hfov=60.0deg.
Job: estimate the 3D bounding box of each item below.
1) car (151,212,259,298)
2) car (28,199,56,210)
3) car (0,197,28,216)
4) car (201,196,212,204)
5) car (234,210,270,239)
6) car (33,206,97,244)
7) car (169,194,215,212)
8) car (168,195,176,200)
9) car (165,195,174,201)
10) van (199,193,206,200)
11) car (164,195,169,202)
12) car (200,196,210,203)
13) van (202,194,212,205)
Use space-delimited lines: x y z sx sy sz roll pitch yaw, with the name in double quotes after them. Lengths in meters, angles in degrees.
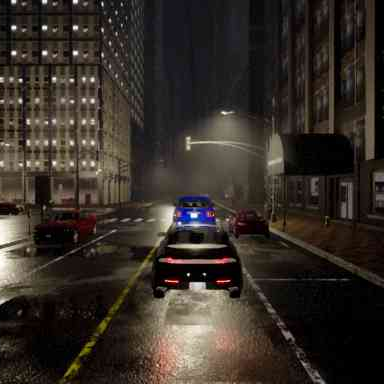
0.108 1.490 8.467 2.128 1.511 4.902 0 0 0 "car"
-18.479 1.497 39.433 4.403 1.369 2.008 0 0 1 "car"
-18.575 1.307 31.051 5.009 1.841 2.192 0 0 1 "car"
2.758 1.533 66.354 2.008 1.369 4.403 0 0 0 "car"
2.833 1.579 17.065 1.802 1.307 4.206 0 0 0 "car"
-5.808 1.542 15.698 1.887 1.381 4.507 0 0 0 "car"
0.109 1.218 18.386 2.150 2.045 5.566 0 0 0 "car"
-5.591 1.529 94.848 1.947 1.339 4.313 0 0 0 "car"
-5.603 1.538 83.455 1.947 1.339 4.313 0 0 0 "car"
2.782 1.309 89.142 1.690 1.788 3.998 0 0 0 "van"
-5.610 1.521 77.758 1.887 1.381 4.507 0 0 0 "car"
2.764 1.530 72.051 2.008 1.369 4.403 0 0 0 "car"
2.751 1.326 60.658 1.690 1.788 3.998 0 0 0 "van"
